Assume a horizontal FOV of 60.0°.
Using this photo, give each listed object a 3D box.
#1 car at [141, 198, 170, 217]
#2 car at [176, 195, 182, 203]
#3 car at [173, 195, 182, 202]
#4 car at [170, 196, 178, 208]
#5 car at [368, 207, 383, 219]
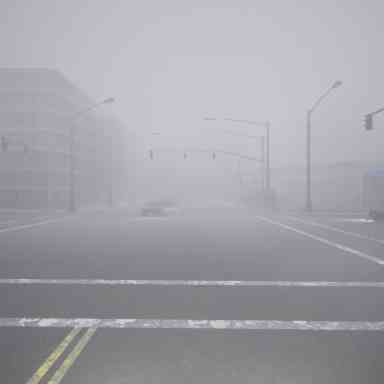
[{"bbox_3d":[-3.577,1.523,31.485,2.033,1.411,5.357,0,0,0],"label":"car"},{"bbox_3d":[-3.497,1.478,65.109,1.882,1.535,5.008,0,0,1],"label":"car"},{"bbox_3d":[-3.447,1.462,80.328,1.882,1.535,5.008,0,0,0],"label":"car"},{"bbox_3d":[-3.566,1.564,48.522,1.994,1.385,4.181,0,0,0],"label":"car"},{"bbox_3d":[16.420,1.564,26.479,4.181,1.385,1.994,0,0,0],"label":"car"}]
